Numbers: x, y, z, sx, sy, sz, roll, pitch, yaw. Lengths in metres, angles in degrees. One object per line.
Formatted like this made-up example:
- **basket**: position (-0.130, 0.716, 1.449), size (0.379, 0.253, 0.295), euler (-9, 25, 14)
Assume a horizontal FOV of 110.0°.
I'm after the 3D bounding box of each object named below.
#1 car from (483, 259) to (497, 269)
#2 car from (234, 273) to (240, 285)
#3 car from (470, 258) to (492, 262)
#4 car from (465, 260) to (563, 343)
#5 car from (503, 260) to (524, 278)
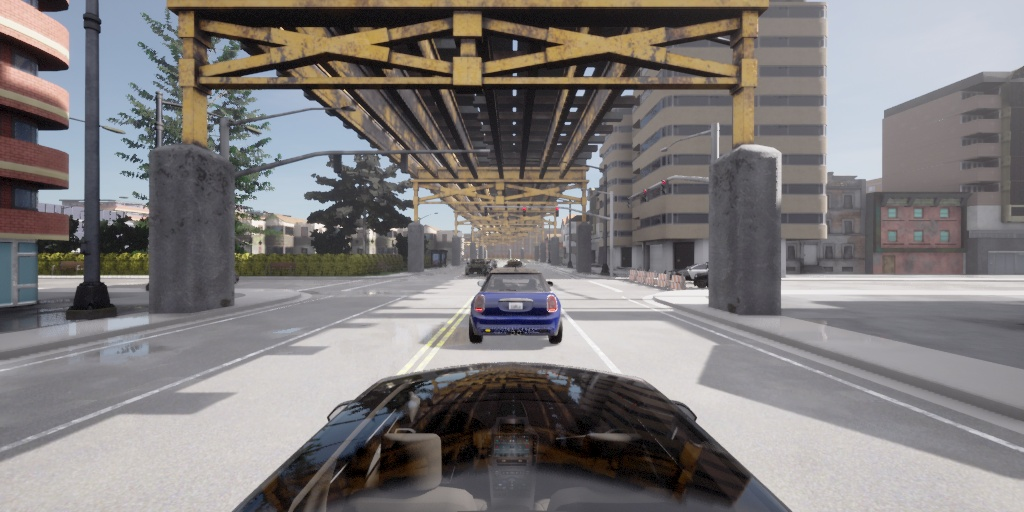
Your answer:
- **car**: position (-3.393, 1.197, 56.446), size (1.812, 1.442, 4.674), euler (0, 0, 1)
- **car**: position (-19.795, 1.207, 22.481), size (4.674, 1.442, 1.812), euler (0, 0, 0)
- **car**: position (-3.504, 1.049, 36.779), size (2.097, 1.767, 4.553), euler (0, 0, 1)
- **car**: position (0.100, 1.093, 9.833), size (2.097, 1.767, 4.553), euler (0, 0, 1)
- **car**: position (0.212, 1.213, 34.348), size (1.837, 1.490, 4.892), euler (1, 0, 2)
